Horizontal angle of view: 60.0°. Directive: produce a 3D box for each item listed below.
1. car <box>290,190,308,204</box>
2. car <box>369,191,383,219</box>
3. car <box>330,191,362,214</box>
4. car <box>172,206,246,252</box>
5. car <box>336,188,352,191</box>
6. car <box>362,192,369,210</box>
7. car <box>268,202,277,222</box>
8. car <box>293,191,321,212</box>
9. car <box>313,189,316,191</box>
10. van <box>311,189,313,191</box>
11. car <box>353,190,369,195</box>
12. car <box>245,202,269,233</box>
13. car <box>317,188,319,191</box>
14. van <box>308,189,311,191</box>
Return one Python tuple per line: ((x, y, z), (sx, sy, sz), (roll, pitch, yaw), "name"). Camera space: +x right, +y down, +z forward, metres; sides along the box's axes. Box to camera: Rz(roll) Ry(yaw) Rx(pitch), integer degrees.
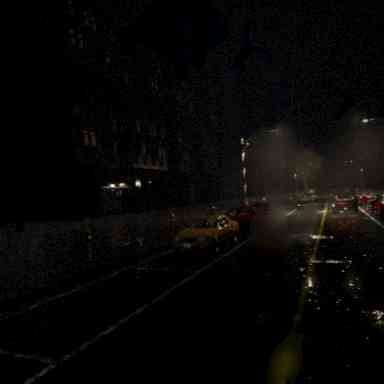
((16.178, 0.896, 51.088), (1.967, 1.590, 4.097), (-4, -1, 23), "car")
((13.037, 0.829, 21.620), (1.967, 1.590, 4.097), (-4, -1, 23), "car")
((12.570, 0.974, 27.461), (1.837, 1.490, 4.892), (-4, 0, 23), "car")
((0.737, 1.599, 14.291), (1.752, 1.417, 4.829), (-4, -1, 23), "car")
((18.126, 0.725, 40.760), (1.882, 1.535, 5.008), (-4, 0, 23), "car")
((15.242, 0.867, 26.854), (1.947, 1.339, 4.313), (-4, -1, 23), "car")
((5.200, 1.460, 24.916), (1.947, 1.339, 4.313), (-4, -1, 23), "car")
((11.599, 1.055, 33.230), (1.882, 1.535, 5.008), (-4, -1, 23), "car")
((24.960, 0.424, 72.027), (2.192, 1.841, 5.009), (-4, -1, 23), "car")
((22.764, 0.537, 66.792), (1.690, 1.788, 3.998), (-4, -1, 23), "van")
((19.629, 0.566, 37.323), (1.967, 1.590, 4.097), (-4, -1, 23), "car")
((3.001, 1.527, 19.681), (1.887, 1.381, 4.507), (-4, -1, 23), "car")
((31.552, 0.164, 87.729), (2.192, 1.841, 5.009), (-4, -1, 23), "car")
((20.567, 0.623, 61.558), (1.690, 1.788, 3.998), (-4, -1, 23), "van")
